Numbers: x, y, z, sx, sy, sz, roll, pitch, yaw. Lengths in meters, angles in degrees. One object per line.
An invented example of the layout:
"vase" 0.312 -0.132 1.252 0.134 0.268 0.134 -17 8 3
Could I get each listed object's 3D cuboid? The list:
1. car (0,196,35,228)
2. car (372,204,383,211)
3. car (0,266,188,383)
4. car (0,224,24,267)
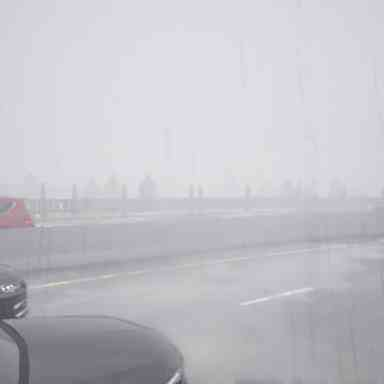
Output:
"car" -8.167 1.157 10.950 5.566 2.045 2.150 0 0 -35
"car" 20.162 1.447 32.175 5.357 1.411 2.033 0 0 -16
"car" -2.157 1.511 2.077 4.674 1.442 1.812 0 0 -35
"car" -4.906 1.462 4.412 4.902 1.511 2.128 0 0 -36
